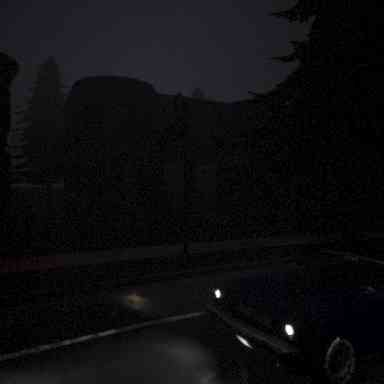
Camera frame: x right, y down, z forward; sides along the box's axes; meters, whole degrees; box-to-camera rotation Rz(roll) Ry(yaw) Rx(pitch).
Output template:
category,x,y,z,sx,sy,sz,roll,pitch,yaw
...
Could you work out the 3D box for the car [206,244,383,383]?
category,x,y,z,sx,sy,sz,roll,pitch,yaw
car,2.612,1.591,5.284,4.718,1.301,1.895,0,0,-28
